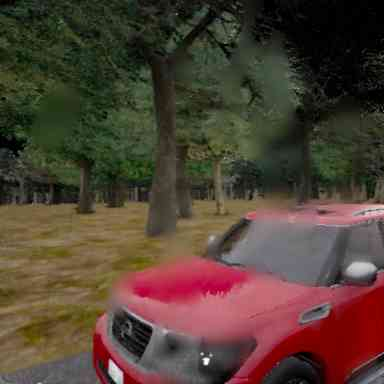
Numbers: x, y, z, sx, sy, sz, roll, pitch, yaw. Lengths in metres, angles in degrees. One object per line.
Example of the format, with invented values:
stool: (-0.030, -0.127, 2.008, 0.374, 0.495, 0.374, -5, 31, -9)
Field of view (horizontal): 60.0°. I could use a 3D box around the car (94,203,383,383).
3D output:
car: (1.614, 1.214, 4.453, 5.566, 2.045, 2.150, 0, 0, -35)
